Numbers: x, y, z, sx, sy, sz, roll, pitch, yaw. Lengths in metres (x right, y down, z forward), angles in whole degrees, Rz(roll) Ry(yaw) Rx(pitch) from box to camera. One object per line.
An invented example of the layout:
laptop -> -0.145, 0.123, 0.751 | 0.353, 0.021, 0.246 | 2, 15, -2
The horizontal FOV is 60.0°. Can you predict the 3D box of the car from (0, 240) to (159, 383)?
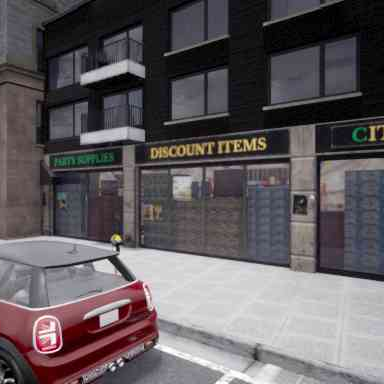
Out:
car -> -2.509, 1.440, 4.872 | 4.097, 1.590, 1.967 | 0, 0, 36
